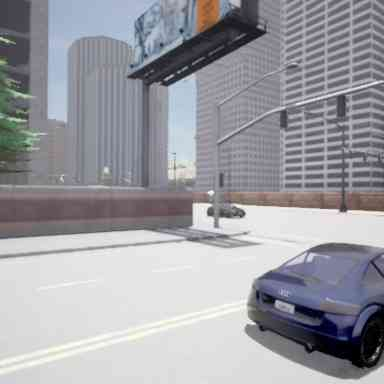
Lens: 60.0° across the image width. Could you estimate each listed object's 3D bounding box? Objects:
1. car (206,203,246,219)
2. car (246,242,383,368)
[{"bbox_3d":[3.208,1.737,31.724,1.994,1.385,4.181,1,0,-35],"label":"car"},{"bbox_3d":[2.948,1.612,5.876,4.181,1.385,1.994,0,0,-35],"label":"car"}]
